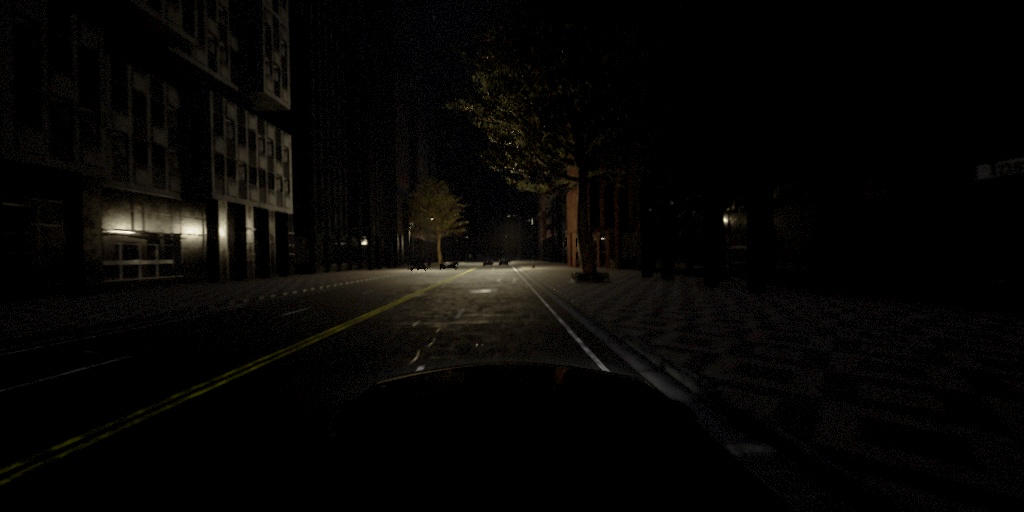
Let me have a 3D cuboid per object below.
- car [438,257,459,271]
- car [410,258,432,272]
[{"bbox_3d":[-7.443,1.031,42.460,1.994,1.385,4.181,-1,0,-1],"label":"car"},{"bbox_3d":[-10.693,1.041,42.380,1.837,1.490,4.892,-1,0,-1],"label":"car"}]
